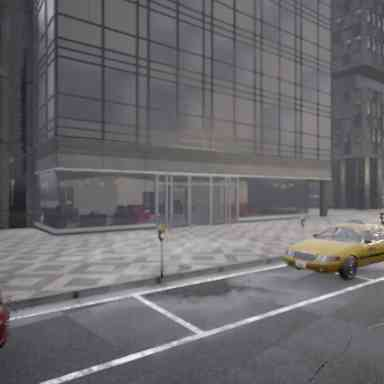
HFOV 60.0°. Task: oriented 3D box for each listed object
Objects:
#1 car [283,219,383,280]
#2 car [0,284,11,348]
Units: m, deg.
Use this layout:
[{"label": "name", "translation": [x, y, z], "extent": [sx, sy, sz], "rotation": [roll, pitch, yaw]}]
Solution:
[{"label": "car", "translation": [4.754, 1.526, 9.926], "extent": [4.829, 1.417, 1.752], "rotation": [0, 0, -36]}, {"label": "car", "translation": [-4.286, 1.583, 3.473], "extent": [4.206, 1.307, 1.802], "rotation": [0, 0, -36]}]
